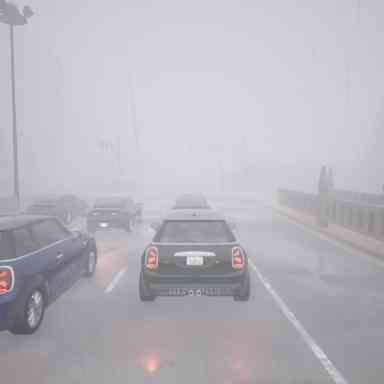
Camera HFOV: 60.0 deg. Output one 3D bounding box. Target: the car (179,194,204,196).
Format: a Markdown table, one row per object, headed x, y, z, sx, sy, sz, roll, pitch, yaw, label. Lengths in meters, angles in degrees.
| x | y | z | sx | sy | sz | roll | pitch | yaw | label |
| --- | --- | --- | --- | --- | --- | --- | --- | --- | --- |
| -0.041 | 0.820 | 17.357 | 1.882 | 1.535 | 5.008 | 0 | 3 | 0 | car |

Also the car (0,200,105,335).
| x | y | z | sx | sy | sz | roll | pitch | yaw | label |
| --- | --- | --- | --- | --- | --- | --- | --- | --- | --- |
| -3.452 | 1.232 | 6.688 | 2.097 | 1.767 | 4.553 | 0 | 2 | -1 | car |

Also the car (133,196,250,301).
| x | y | z | sx | sy | sz | roll | pitch | yaw | label |
| --- | --- | --- | --- | --- | --- | --- | --- | --- | --- |
| 0.036 | 1.184 | 8.126 | 2.097 | 1.767 | 4.553 | 0 | 2 | 0 | car |

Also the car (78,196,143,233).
| x | y | z | sx | sy | sz | roll | pitch | yaw | label |
| --- | --- | --- | --- | --- | --- | --- | --- | --- | --- |
| -3.533 | 0.937 | 15.776 | 1.837 | 1.490 | 4.892 | 0 | 3 | 0 | car |

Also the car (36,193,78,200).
| x | y | z | sx | sy | sz | roll | pitch | yaw | label |
| --- | --- | --- | --- | --- | --- | --- | --- | --- | --- |
| -7.048 | 0.808 | 17.938 | 1.837 | 1.490 | 4.892 | 0 | 3 | -1 | car |
